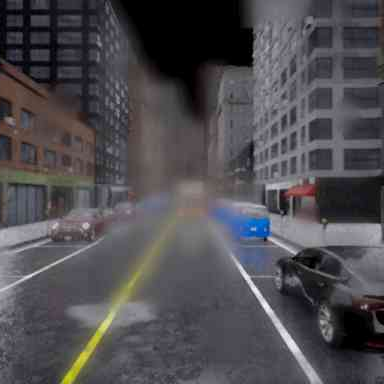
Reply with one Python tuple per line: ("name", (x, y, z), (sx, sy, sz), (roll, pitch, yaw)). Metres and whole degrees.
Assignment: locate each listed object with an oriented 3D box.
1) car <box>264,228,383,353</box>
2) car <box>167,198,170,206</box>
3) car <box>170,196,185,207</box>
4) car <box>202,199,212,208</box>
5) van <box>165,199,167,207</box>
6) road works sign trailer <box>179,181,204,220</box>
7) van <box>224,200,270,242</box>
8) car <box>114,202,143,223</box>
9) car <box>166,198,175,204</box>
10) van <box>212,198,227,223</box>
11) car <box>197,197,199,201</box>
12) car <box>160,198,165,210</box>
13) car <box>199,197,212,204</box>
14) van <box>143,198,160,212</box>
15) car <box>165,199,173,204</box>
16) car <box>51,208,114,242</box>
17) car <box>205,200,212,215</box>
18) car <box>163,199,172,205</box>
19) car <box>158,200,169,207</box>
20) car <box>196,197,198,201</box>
("car", (2.855, 1.627, 6.223), (1.947, 1.339, 4.313), (0, -1, 0))
("car", (-5.680, 2.155, 61.232), (1.947, 1.339, 4.313), (0, -1, 0))
("car", (-3.025, 2.131, 65.736), (2.128, 1.511, 4.902), (0, 0, 0))
("car", (2.847, 2.064, 50.231), (1.802, 1.307, 4.206), (0, -1, 0))
("van", (-5.680, 1.877, 55.733), (1.690, 1.788, 3.998), (0, -1, 0))
("road works sign trailer", (-0.006, 0.771, 31.916), (2.380, 3.560, 2.880), (0, -1, 0))
("van", (2.852, 1.507, 17.227), (1.690, 1.788, 3.998), (0, -1, 0))
("car", (-5.675, 1.711, 28.227), (1.967, 1.590, 4.097), (0, -1, 0))
("car", (-5.686, 2.303, 88.739), (1.967, 1.590, 4.097), (0, -1, 0))
("van", (2.850, 1.612, 28.229), (1.690, 1.788, 3.998), (0, -1, 0))
("car", (2.842, 2.303, 77.737), (2.008, 1.369, 4.403), (0, -1, 0))
("car", (-5.679, 2.033, 50.230), (2.008, 1.369, 4.403), (0, -1, 0))
("car", (2.846, 1.850, 55.735), (2.192, 1.841, 5.009), (0, -1, 0))
("van", (-5.678, 1.770, 44.732), (1.690, 1.788, 3.998), (0, -1, 0))
("car", (-5.685, 2.390, 83.237), (1.802, 1.307, 4.206), (0, -1, 0))
("car", (-5.673, 1.606, 17.225), (1.967, 1.590, 4.097), (0, -1, 0))
("car", (2.849, 1.958, 39.230), (1.802, 1.307, 4.206), (0, -1, 0))
("car", (-5.683, 2.319, 77.736), (1.947, 1.339, 4.313), (0, -1, 0))
("car", (-5.681, 2.225, 66.734), (1.802, 1.307, 4.206), (0, -1, 0))
("car", (2.840, 2.429, 88.739), (1.947, 1.339, 4.313), (0, -1, 0))
